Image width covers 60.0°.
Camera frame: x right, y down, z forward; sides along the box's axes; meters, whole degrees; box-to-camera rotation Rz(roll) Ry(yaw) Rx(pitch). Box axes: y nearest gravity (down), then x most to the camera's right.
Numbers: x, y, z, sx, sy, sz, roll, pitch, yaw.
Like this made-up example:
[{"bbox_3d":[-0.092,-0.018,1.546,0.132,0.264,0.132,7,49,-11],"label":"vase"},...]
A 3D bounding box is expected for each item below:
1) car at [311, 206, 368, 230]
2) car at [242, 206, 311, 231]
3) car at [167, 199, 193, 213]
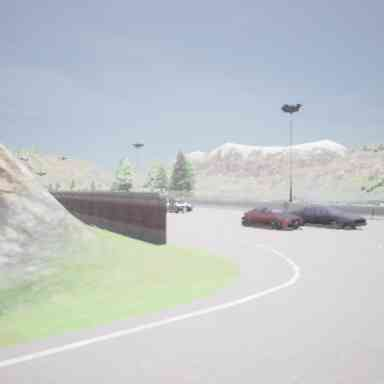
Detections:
[{"bbox_3d":[8.916,1.662,22.637,2.033,1.411,5.357,0,0,-35],"label":"car"},{"bbox_3d":[5.212,1.673,21.824,1.994,1.385,4.181,0,0,-35],"label":"car"},{"bbox_3d":[-1.768,1.543,37.860,1.812,1.442,4.674,0,0,-35],"label":"car"}]
